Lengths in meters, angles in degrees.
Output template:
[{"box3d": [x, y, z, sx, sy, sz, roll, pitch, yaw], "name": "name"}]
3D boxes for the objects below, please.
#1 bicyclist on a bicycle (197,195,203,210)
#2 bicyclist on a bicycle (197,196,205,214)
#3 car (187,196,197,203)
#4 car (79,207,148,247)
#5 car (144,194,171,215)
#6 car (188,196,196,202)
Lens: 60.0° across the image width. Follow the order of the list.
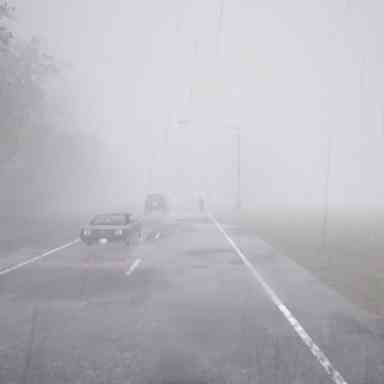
[{"box3d": [0.967, 1.326, 41.397, 0.659, 1.776, 1.843, 0, 0, 0], "name": "bicyclist on a bicycle"}, {"box3d": [0.966, 1.419, 31.719, 0.582, 1.620, 1.656, 0, 0, 0], "name": "bicyclist on a bicycle"}, {"box3d": [0.041, 1.496, 65.521, 1.994, 1.385, 4.181, 0, 0, 1], "name": "car"}, {"box3d": [-3.400, 1.585, 15.019, 1.895, 1.301, 4.718, 0, 0, 0], "name": "car"}, {"box3d": [-3.400, 1.186, 33.130, 2.150, 2.045, 5.566, 0, 0, 0], "name": "car"}, {"box3d": [0.006, 1.516, 77.171, 1.895, 1.301, 4.718, 0, 0, 0], "name": "car"}]
